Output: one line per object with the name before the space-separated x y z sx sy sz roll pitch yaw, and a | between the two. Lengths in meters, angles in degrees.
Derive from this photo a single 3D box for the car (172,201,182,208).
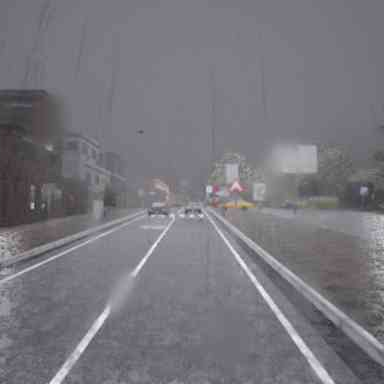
car | -3.346 2.828 75.260 2.033 1.411 5.357 0 -3 0

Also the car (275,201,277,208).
car | 18.442 2.238 61.305 4.892 1.521 2.231 0 -2 -1

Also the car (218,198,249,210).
car | 6.304 1.800 50.821 4.553 1.767 2.185 0 -1 0

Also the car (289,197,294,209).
car | 18.711 1.976 52.802 5.366 1.575 1.946 0 -2 0

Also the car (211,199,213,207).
car | 6.223 1.939 60.050 5.566 2.045 2.435 0 -2 -1

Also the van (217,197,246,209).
van | 6.365 1.780 53.861 4.442 1.987 1.878 0 -2 0

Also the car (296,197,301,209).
car | 18.731 1.909 50.142 5.366 1.575 1.946 0 -1 0

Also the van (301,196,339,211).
van | 18.451 1.623 47.351 4.442 1.987 1.878 0 -1 0

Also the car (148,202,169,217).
car | -3.330 1.712 33.934 1.812 1.442 4.674 0 0 0

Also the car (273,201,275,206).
car | 18.387 2.080 63.981 5.566 2.045 2.435 0 -2 -1

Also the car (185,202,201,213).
car | 0.105 1.846 40.097 1.895 1.301 4.718 0 -1 0

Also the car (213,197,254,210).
car | 6.110 1.856 47.900 5.366 1.575 1.946 0 -1 0

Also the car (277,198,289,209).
car | 18.454 1.891 58.523 5.566 2.045 2.435 0 -2 -1
